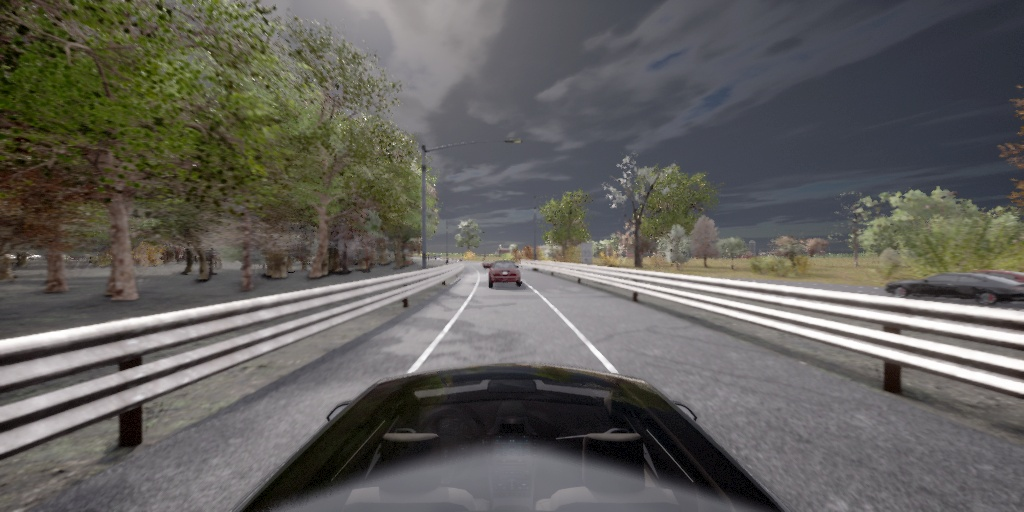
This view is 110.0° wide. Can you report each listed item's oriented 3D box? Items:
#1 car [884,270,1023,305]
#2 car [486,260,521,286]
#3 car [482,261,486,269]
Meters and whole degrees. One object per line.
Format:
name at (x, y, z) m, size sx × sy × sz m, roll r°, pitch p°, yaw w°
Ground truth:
car at (21.506, 1.521, 17.542) m, size 1.812 × 1.442 × 4.674 m, roll 0°, pitch 0°, yaw -22°
car at (-0.595, 1.101, 25.123) m, size 2.097 × 1.767 × 4.553 m, roll 0°, pitch 0°, yaw -4°
car at (-3.703, 1.340, 56.108) m, size 1.895 × 1.301 × 4.718 m, roll 0°, pitch 0°, yaw -9°
